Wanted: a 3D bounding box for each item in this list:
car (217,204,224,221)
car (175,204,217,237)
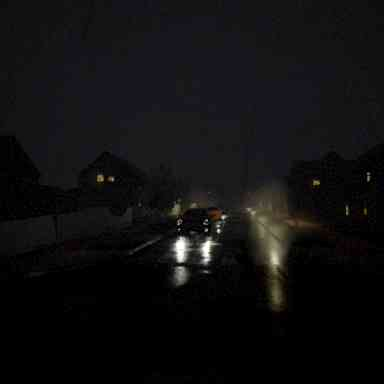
[{"bbox_3d":[2.126,2.229,35.422,1.882,1.535,5.008,-1,-1,7],"label":"car"},{"bbox_3d":[0.280,1.814,21.415,2.097,1.767,4.553,-1,-1,7],"label":"car"}]
